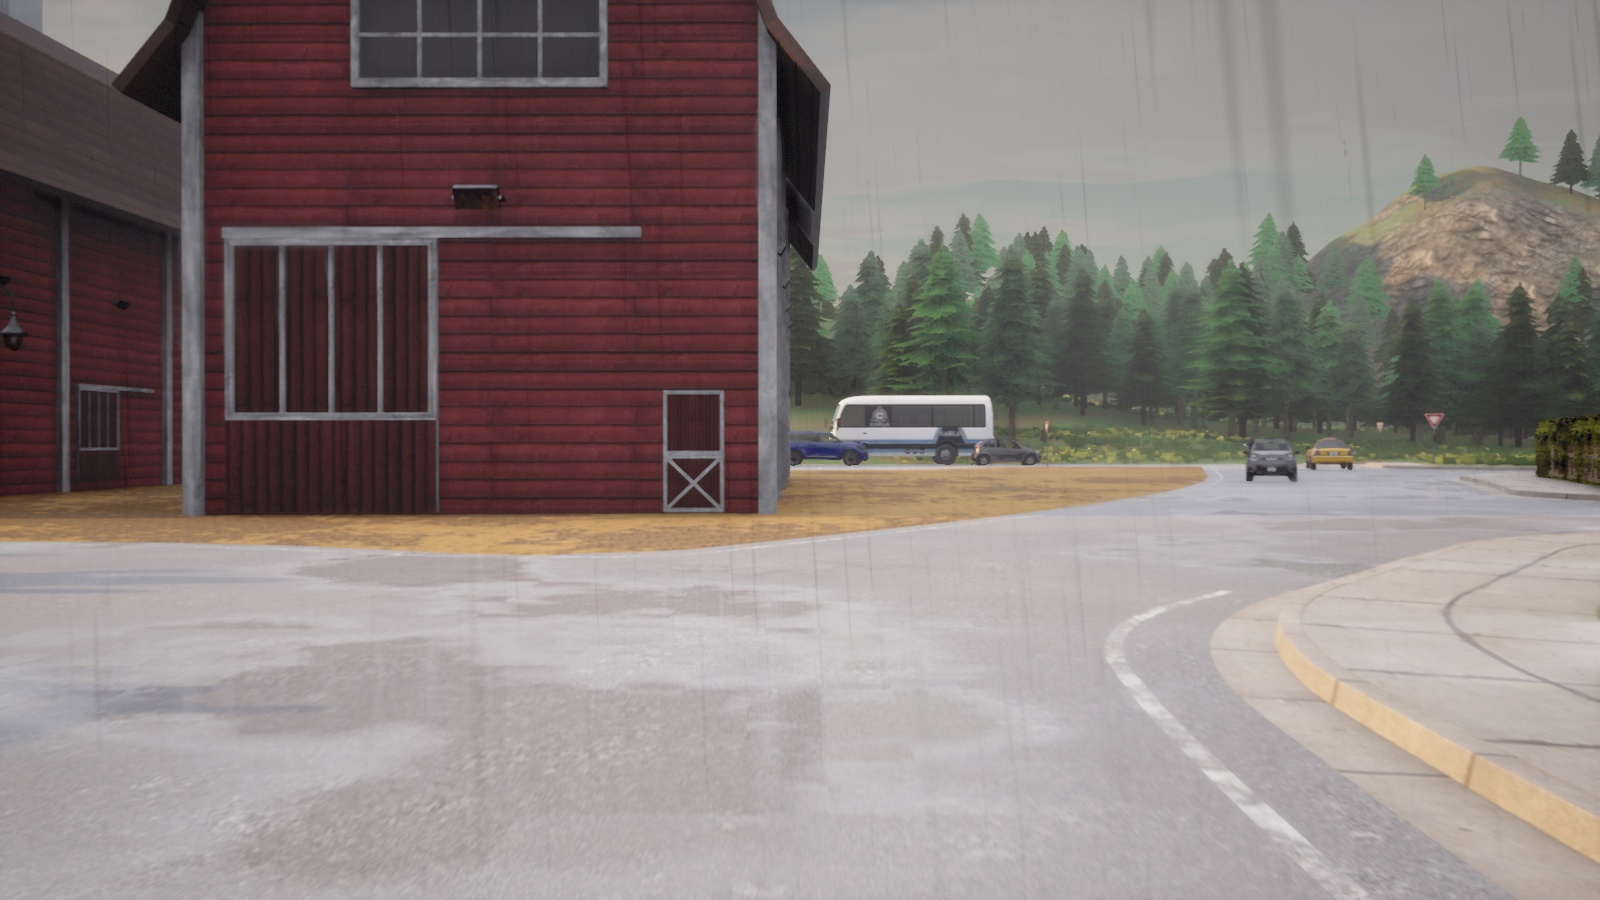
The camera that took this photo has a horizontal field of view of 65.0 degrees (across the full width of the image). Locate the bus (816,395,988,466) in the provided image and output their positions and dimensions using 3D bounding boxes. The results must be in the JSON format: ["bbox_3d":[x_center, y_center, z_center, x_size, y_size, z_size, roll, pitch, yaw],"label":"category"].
[{"bbox_3d":[6.133,-1.196,76.966,10.273,4.253,3.944,0,0,1],"label":"bus"}]

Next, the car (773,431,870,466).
[{"bbox_3d":[1.241,-0.086,73.538,5.566,2.045,2.150,0,0,1],"label":"car"}]

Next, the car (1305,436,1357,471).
[{"bbox_3d":[25.061,0.157,59.402,1.801,1.575,5.366,0,0,18],"label":"car"}]

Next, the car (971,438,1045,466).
[{"bbox_3d":[12.131,0.104,73.393,3.988,1.617,1.851,0,0,1],"label":"car"}]

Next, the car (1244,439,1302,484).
[{"bbox_3d":[16.503,0.378,43.886,1.845,1.501,3.633,0,1,20],"label":"car"}]
